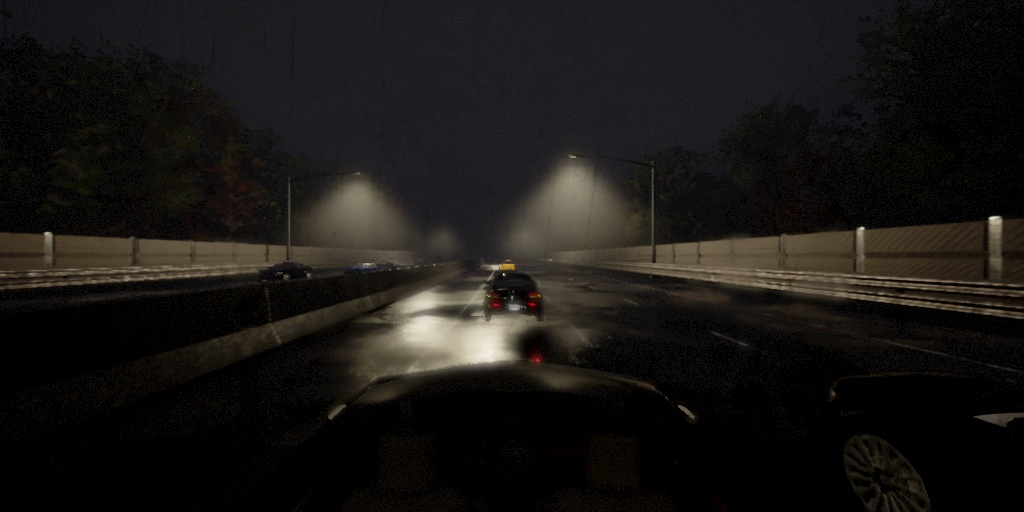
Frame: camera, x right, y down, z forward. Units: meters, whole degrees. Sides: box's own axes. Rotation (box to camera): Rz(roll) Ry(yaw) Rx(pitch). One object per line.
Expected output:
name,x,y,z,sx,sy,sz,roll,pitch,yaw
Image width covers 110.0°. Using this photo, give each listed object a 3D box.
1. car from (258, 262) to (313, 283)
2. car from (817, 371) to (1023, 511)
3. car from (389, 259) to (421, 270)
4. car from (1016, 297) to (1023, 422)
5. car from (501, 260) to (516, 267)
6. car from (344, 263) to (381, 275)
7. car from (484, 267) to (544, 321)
car,-17.811,1.237,28.435,1.882,1.535,5.008,0,0,-1
car,3.593,1.241,1.136,2.128,1.511,4.902,0,0,0
car,-10.942,1.254,36.294,2.128,1.511,4.902,0,0,-1
car,7.093,1.253,1.949,1.837,1.490,4.892,0,0,0
car,-0.430,1.223,44.598,1.801,1.575,5.366,0,0,-1
car,-14.416,1.362,34.784,1.895,1.301,4.718,0,0,-1
car,0.059,1.280,12.349,1.812,1.442,4.674,0,0,0
